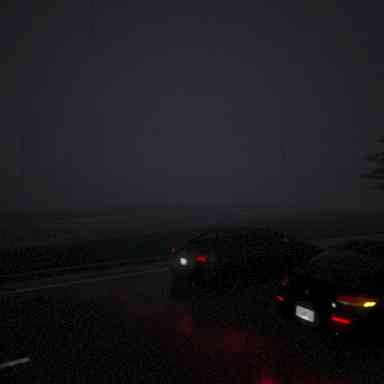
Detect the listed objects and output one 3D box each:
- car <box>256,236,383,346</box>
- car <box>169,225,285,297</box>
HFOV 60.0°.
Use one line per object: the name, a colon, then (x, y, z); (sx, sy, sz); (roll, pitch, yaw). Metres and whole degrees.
car: (3.545, 1.517, 5.783); (4.674, 1.442, 1.812); (0, 0, -31)
car: (1.527, 1.553, 8.622); (4.181, 1.385, 1.994); (0, 0, -31)
